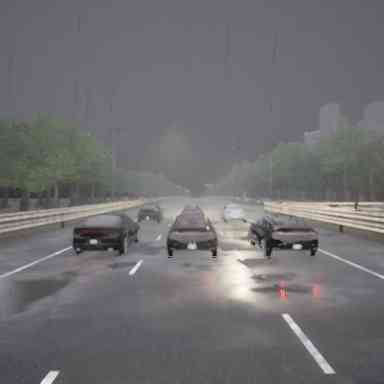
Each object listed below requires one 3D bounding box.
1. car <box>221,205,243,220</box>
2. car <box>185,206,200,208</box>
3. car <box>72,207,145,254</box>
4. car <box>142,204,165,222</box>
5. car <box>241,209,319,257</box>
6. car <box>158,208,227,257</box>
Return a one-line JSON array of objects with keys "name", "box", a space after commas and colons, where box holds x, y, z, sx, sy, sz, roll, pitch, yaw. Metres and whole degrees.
[{"name": "car", "box": [3.536, 1.815, 28.897, 1.812, 1.442, 4.674, 0, 0, 0]}, {"name": "car", "box": [0.034, 1.850, 28.439, 1.994, 1.385, 4.181, 0, 0, 0]}, {"name": "car", "box": [-3.467, 1.625, 14.252, 1.882, 1.535, 5.008, 0, 0, 0]}, {"name": "car", "box": [-3.468, 1.793, 28.502, 1.837, 1.490, 4.892, 0, 0, 0]}, {"name": "car", "box": [3.527, 1.633, 13.517, 2.128, 1.511, 4.902, 0, 0, 0]}, {"name": "car", "box": [0.027, 1.633, 13.513, 2.128, 1.511, 4.902, 0, 0, 0]}]
